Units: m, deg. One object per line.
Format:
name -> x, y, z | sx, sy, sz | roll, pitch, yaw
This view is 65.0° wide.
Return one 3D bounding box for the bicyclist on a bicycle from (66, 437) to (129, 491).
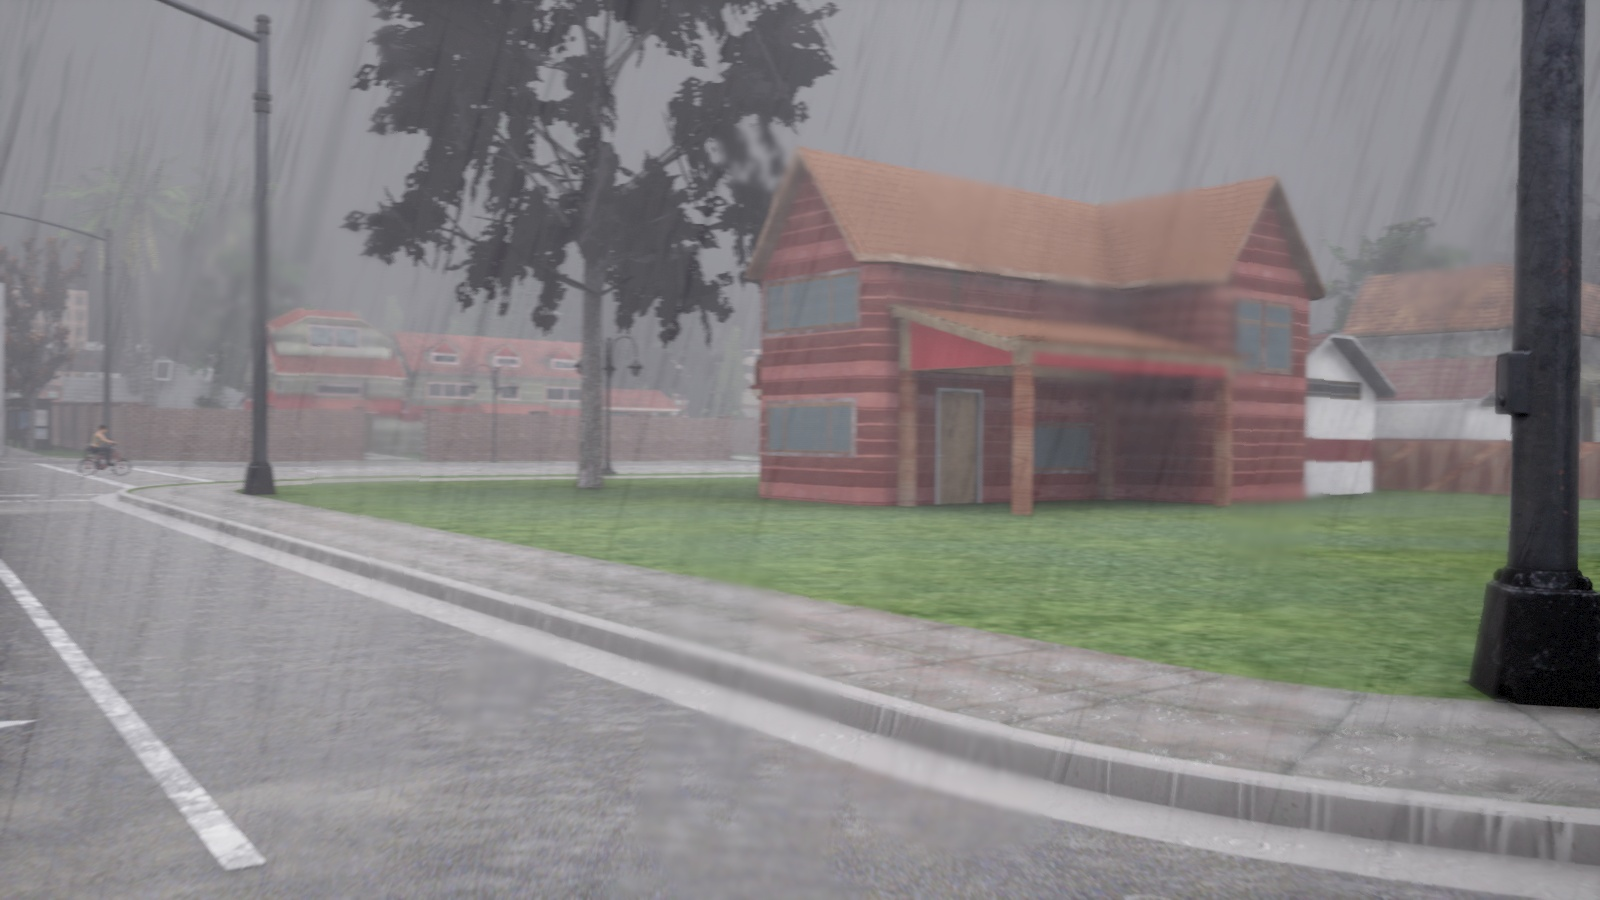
bicyclist on a bicycle -> -21.543, 0.402, 38.531 | 0.866, 1.612, 1.509 | 2, 2, 44
